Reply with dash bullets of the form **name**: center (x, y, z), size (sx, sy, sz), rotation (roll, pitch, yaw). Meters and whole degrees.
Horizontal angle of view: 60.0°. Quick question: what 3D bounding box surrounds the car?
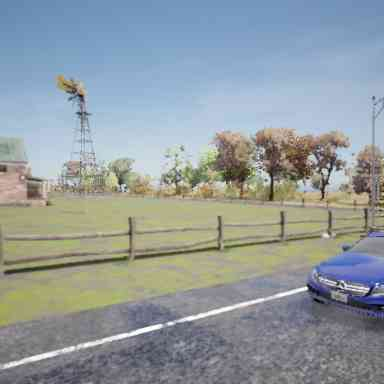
- **car**: center (4.479, 1.602, 7.188), size (4.674, 1.442, 1.812), rotation (1, -1, -35)
